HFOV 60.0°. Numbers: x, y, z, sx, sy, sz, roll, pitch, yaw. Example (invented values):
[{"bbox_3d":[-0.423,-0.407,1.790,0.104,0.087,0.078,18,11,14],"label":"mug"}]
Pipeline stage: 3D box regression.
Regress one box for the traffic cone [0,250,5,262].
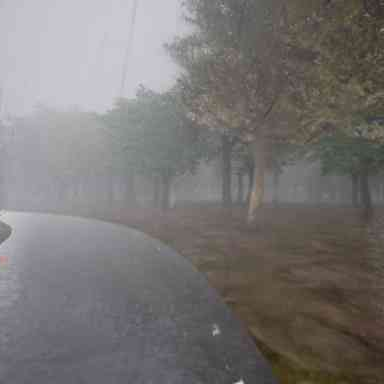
[{"bbox_3d":[-6.561,2.062,11.276,0.340,0.580,0.340,0,0,-15],"label":"traffic cone"}]
